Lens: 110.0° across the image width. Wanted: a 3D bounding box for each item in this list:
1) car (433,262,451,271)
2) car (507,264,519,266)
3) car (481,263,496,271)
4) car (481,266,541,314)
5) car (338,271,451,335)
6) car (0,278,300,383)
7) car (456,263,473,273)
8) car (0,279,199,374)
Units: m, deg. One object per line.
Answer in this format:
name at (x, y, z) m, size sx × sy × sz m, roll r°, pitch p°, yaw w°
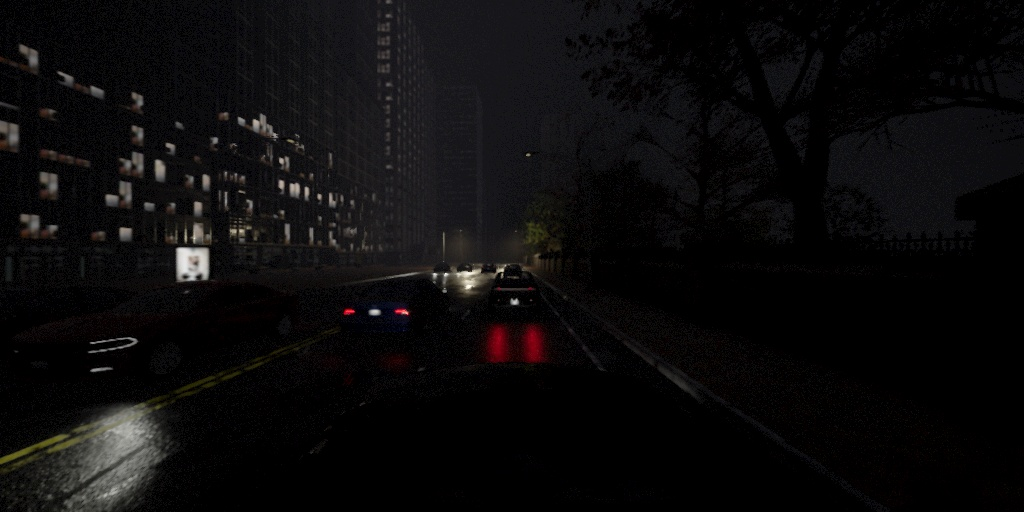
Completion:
car at (-9.836, 1.626, 50.806) m, size 1.812 × 1.442 × 4.674 m, roll 0°, pitch -1°, yaw 0°
car at (0.076, 1.545, 36.390) m, size 2.033 × 1.411 × 5.357 m, roll 0°, pitch 0°, yaw 0°
car at (-3.181, 1.659, 50.069) m, size 1.994 × 1.385 × 4.181 m, roll 0°, pitch 0°, yaw 0°
car at (0.091, 1.332, 14.271) m, size 2.128 × 1.511 × 4.902 m, roll 0°, pitch 0°, yaw 0°
car at (-3.156, 1.361, 10.746) m, size 2.033 × 1.411 × 5.357 m, roll 0°, pitch 0°, yaw 0°
car at (-6.604, 1.268, 7.508) m, size 1.882 × 1.535 × 5.008 m, roll 0°, pitch 0°, yaw 0°
car at (-6.587, 1.646, 50.577) m, size 2.033 × 1.411 × 5.357 m, roll 0°, pitch 0°, yaw 0°
car at (-9.854, 1.337, 7.450) m, size 2.033 × 1.411 × 5.357 m, roll 0°, pitch 0°, yaw 0°
